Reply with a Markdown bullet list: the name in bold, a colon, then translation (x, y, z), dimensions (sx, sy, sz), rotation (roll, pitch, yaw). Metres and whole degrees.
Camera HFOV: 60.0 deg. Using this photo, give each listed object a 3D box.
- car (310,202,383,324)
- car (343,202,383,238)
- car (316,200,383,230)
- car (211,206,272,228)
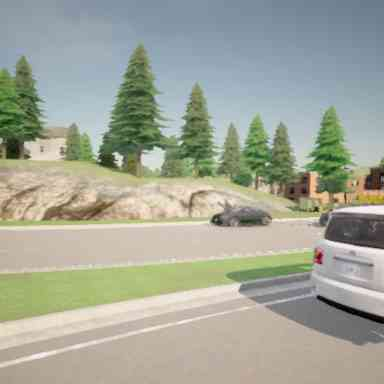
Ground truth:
- **car**: translation (4.750, 1.270, 6.276), dimensions (5.566, 2.045, 2.150), rotation (0, 0, -29)
- **car**: translation (10.990, 1.477, 18.735), dimensions (4.553, 1.767, 2.097), rotation (0, 0, -26)
- **car**: translation (10.933, 1.490, 22.614), dimensions (4.553, 1.767, 2.097), rotation (0, 0, -26)
- **car**: translation (3.408, 1.658, 22.823), dimensions (4.181, 1.385, 1.994), rotation (0, 0, -26)
